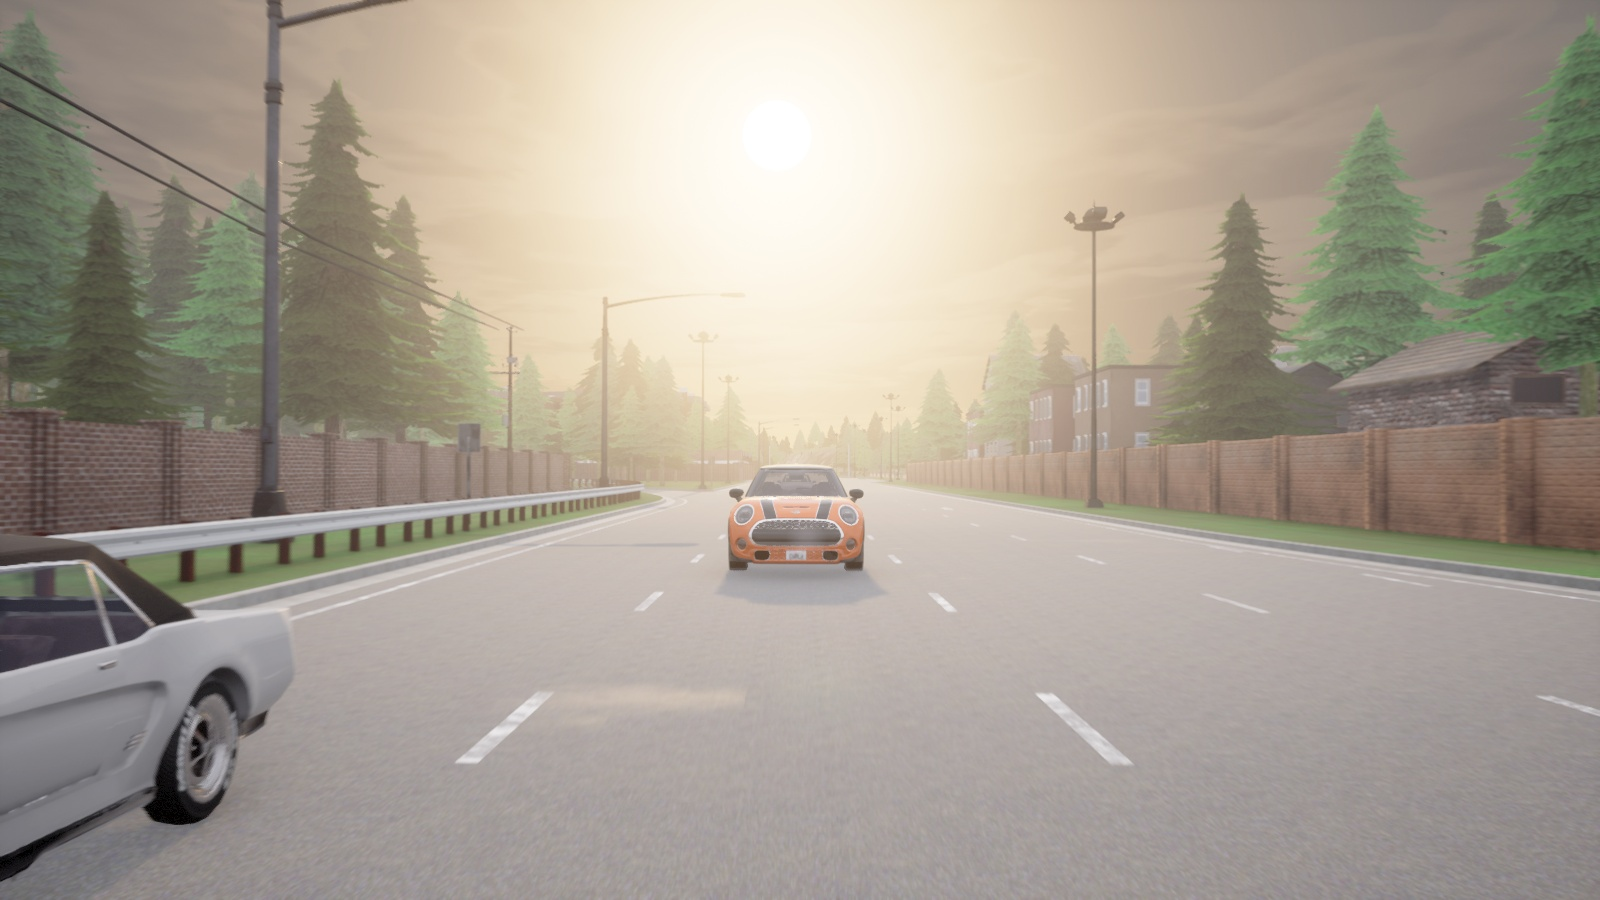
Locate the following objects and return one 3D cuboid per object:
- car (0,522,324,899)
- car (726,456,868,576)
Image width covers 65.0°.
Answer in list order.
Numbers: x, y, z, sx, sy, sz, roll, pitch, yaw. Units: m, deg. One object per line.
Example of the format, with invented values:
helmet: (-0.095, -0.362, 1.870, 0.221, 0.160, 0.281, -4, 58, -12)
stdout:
car: (-3.511, 1.003, 4.413, 1.895, 1.301, 4.718, 0, -1, 0)
car: (-0.052, 1.022, 20.912, 2.097, 1.767, 4.553, 0, -1, 0)
